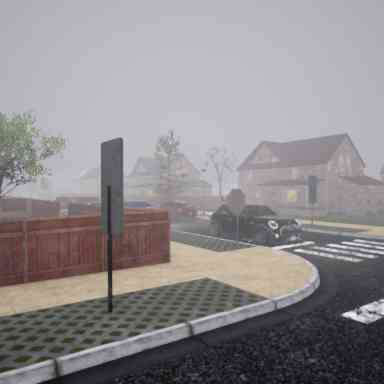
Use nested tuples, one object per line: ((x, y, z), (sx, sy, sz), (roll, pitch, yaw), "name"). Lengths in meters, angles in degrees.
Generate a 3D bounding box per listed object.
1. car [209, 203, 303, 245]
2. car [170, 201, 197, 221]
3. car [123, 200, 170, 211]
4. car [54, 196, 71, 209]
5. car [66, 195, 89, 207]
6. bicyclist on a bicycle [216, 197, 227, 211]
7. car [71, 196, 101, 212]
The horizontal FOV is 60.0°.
((2.847, 1.313, 15.463), (2.097, 1.767, 4.553), (0, 0, -36), "car")
((-1.456, 1.419, 26.569), (1.812, 1.442, 4.674), (0, 0, -36), "car")
((-3.958, 1.382, 24.979), (1.882, 1.535, 5.008), (0, 0, -36), "car")
((-16.227, 1.323, 42.203), (1.837, 1.490, 4.892), (0, 0, -35), "car")
((-16.340, 1.269, 47.297), (1.882, 1.535, 5.008), (0, 0, -35), "car")
((2.467, 1.194, 26.063), (1.656, 1.620, 0.582), (-1, 1, -36), "bicyclist on a bicycle")
((-10.299, 1.210, 33.850), (2.097, 1.767, 4.553), (0, 0, -36), "car")
